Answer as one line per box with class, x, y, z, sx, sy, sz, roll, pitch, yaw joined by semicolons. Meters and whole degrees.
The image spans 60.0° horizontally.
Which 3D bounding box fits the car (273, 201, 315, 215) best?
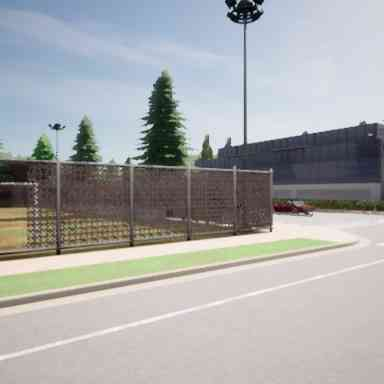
car;9.814;1.588;33.426;1.895;1.301;4.718;0;0;-35
